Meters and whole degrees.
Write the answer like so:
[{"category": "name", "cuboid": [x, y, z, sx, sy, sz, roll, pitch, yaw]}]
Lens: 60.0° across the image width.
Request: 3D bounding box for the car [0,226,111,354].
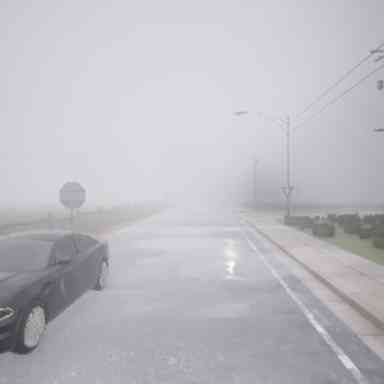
[{"category": "car", "cuboid": [-3.081, 1.515, 6.424, 1.882, 1.535, 5.008, 0, 0, 3]}]
